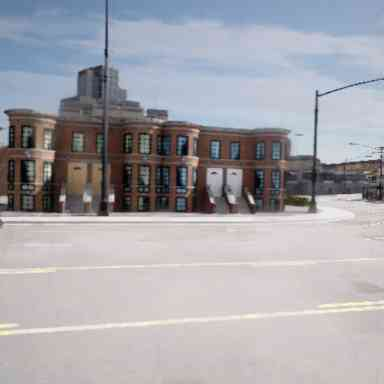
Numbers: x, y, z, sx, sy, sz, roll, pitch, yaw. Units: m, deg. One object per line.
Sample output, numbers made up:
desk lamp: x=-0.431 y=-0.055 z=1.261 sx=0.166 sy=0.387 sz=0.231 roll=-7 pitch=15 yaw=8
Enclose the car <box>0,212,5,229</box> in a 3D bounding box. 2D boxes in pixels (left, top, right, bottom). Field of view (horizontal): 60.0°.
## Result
car: x=-10.081 y=1.031 z=12.379 sx=5.357 sy=1.411 sz=2.033 roll=1 pitch=1 yaw=-13
